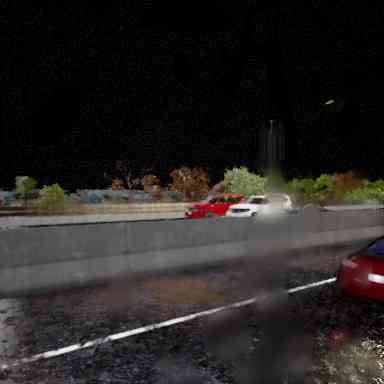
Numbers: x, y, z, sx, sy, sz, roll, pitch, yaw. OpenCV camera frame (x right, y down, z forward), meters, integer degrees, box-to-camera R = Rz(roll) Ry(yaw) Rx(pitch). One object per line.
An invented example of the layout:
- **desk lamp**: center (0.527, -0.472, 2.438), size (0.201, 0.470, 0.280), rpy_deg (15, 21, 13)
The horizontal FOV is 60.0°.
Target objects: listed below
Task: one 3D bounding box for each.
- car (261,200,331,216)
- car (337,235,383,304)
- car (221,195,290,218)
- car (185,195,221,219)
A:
- **car**: center (7.199, 1.535, 21.874), size (4.902, 1.511, 2.128), rpy_deg (0, 0, -35)
- **car**: center (5.081, 1.582, 7.328), size (4.181, 1.385, 1.994), rpy_deg (0, 0, -35)
- **car**: center (5.175, 1.263, 24.733), size (5.566, 2.045, 2.150), rpy_deg (0, 0, -35)
- **car**: center (2.104, 1.259, 26.860), size (5.566, 2.045, 2.150), rpy_deg (0, 0, -35)
